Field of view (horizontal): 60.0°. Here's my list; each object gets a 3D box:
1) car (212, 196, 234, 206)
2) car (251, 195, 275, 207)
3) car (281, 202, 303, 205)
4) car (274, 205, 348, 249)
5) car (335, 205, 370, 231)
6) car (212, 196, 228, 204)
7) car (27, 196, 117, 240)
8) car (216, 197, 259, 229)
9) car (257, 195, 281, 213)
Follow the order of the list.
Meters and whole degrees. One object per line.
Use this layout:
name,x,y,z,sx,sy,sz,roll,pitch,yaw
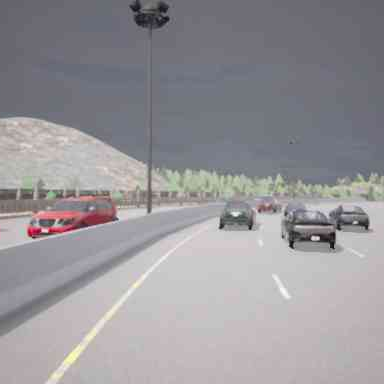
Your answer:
car,5.779,1.590,61.517,2.097,1.767,4.553,0,0,35
car,12.724,1.524,59.178,2.150,2.045,5.566,0,0,36
car,10.354,1.726,33.142,1.994,1.385,4.181,0,0,22
car,5.115,1.568,15.070,2.128,1.511,4.902,0,0,10
car,10.242,1.615,21.955,2.128,1.511,4.902,0,0,15
car,4.875,1.701,53.749,2.128,1.511,4.902,0,0,31
car,-5.537,1.253,16.306,2.150,2.045,5.566,0,0,10
car,3.174,1.442,22.487,2.097,1.767,4.553,0,0,14
car,9.290,1.531,39.358,2.097,1.767,4.553,0,0,25
